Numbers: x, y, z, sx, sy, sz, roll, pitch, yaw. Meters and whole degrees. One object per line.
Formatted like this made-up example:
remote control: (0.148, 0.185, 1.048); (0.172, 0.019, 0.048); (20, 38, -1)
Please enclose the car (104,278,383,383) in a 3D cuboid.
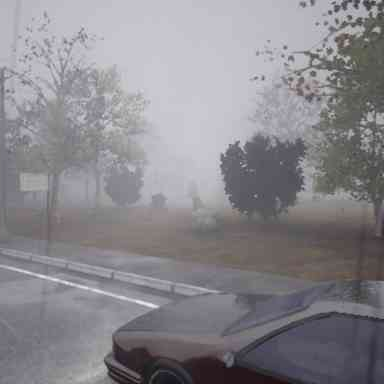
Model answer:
car: (1.657, 1.547, 2.814); (5.357, 1.411, 2.033); (0, 0, 35)
